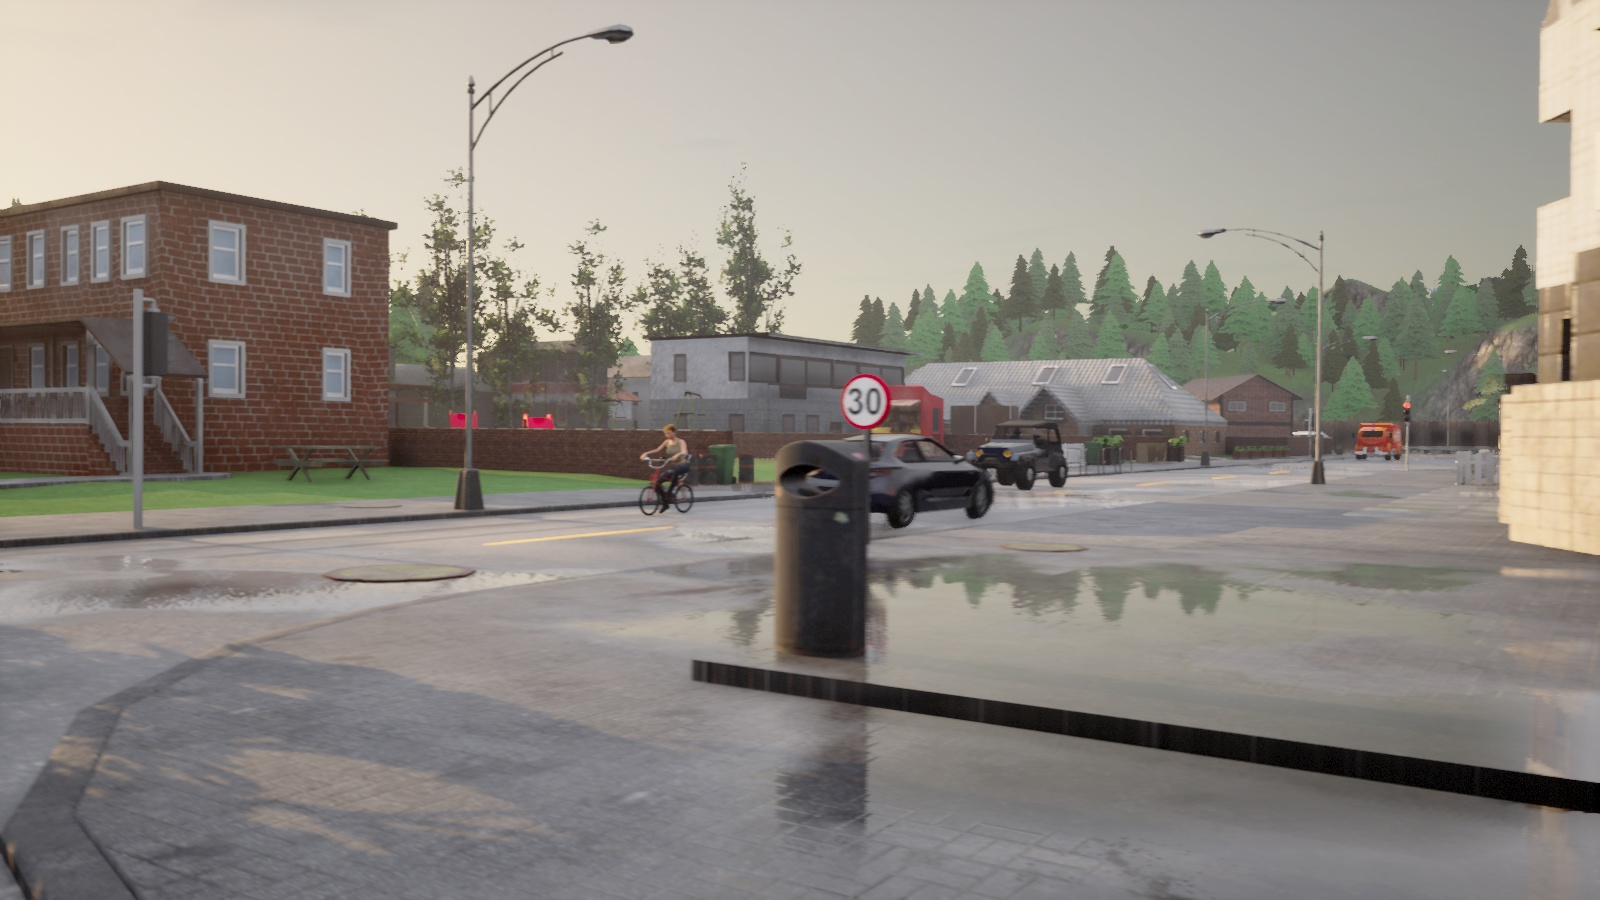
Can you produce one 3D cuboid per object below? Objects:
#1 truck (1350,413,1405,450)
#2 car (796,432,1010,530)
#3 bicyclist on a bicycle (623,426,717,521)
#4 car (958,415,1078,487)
[{"bbox_3d":[39.131,-1.256,84.987,2.627,2.467,5.204,0,1,33],"label":"truck"},{"bbox_3d":[1.856,0.440,21.294,1.816,1.474,4.193,0,1,34],"label":"car"},{"bbox_3d":[-2.291,0.388,22.252,0.866,1.612,1.509,0,1,34],"label":"bicyclist on a bicycle"},{"bbox_3d":[6.141,-0.002,35.037,1.905,1.878,3.866,0,1,33],"label":"car"}]
